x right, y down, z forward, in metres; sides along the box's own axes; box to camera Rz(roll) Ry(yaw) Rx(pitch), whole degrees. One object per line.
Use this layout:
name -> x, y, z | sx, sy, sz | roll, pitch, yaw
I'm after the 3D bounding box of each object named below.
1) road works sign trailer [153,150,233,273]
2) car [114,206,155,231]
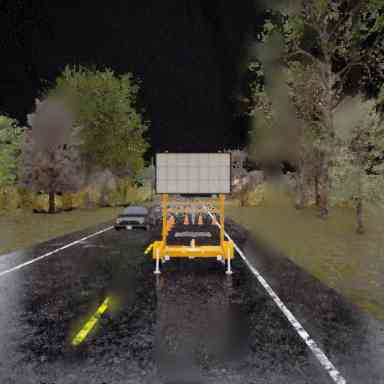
road works sign trailer -> 0.040, 0.469, 10.645 | 2.380, 3.560, 2.880 | 0, 0, 0
car -> -3.430, 1.562, 20.852 | 2.033, 1.411, 5.357 | 0, 0, 0
